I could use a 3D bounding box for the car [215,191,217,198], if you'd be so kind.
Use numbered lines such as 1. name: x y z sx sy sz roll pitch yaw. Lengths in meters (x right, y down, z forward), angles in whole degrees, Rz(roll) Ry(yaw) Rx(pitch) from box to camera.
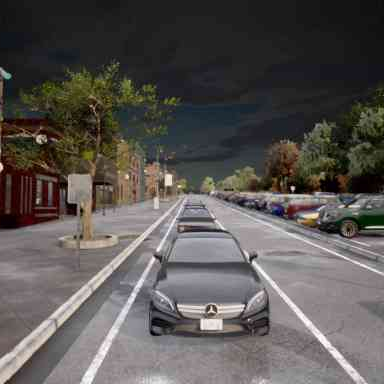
1. car: 8.875 1.062 81.493 5.008 1.535 2.097 0 1 0

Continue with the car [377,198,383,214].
1. car: 22.444 1.443 34.622 5.366 1.575 1.946 0 0 0

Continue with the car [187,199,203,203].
1. car: 0.241 1.442 29.838 2.128 1.511 4.902 0 0 0

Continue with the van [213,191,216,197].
1. van: 8.710 0.762 89.900 4.442 1.987 1.878 0 1 0

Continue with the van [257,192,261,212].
1. van: 9.301 1.221 33.833 4.442 1.987 1.878 0 0 0

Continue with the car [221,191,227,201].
1. car: 8.960 0.961 64.672 5.566 2.045 2.435 0 1 0

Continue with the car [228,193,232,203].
1. car: 9.035 1.289 56.266 4.892 1.521 2.231 0 1 0

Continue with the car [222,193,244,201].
1. car: 8.903 1.012 73.083 4.553 1.767 2.185 0 1 0

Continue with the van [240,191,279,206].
1. van: 9.230 1.162 45.053 4.442 1.987 1.878 0 0 0

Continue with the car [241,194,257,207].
1. car: 9.137 1.407 42.247 4.892 1.521 2.231 0 0 0

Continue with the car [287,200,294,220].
1. car: 9.259 1.505 22.618 4.674 1.452 2.002 0 0 0

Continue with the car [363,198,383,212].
1. car: 22.213 1.467 37.393 4.792 1.488 2.163 0 0 0

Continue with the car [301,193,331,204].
1. car: 22.131 1.134 59.605 4.553 1.767 2.185 0 1 0

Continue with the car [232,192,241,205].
1. car: 9.067 1.112 47.853 5.566 2.045 2.435 0 1 0

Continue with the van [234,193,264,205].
1. van: 9.176 1.087 53.461 4.442 1.987 1.878 0 1 0

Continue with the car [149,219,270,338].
1. car: 0.258 1.523 6.812 1.812 1.442 4.674 0 0 0

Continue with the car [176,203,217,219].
1. car: 0.206 1.532 17.391 2.033 1.411 5.357 0 0 0

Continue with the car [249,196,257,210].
1. car: 9.196 1.469 36.636 4.792 1.488 2.163 0 0 0

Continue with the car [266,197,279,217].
1. car: 9.215 1.459 28.224 5.008 1.535 2.097 0 0 0

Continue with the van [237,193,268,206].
1. van: 9.194 1.112 50.658 4.442 1.987 1.878 0 1 0

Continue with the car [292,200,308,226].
1. car: 9.089 1.465 19.813 5.366 1.575 1.946 0 0 0

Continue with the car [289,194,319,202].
1. car: 21.880 1.207 65.155 5.366 1.575 1.946 0 1 0

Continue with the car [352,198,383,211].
1. car: 22.253 1.450 40.176 4.792 1.488 2.163 0 0 0

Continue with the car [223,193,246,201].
1. car: 8.921 1.037 70.280 4.553 1.767 2.185 0 1 0

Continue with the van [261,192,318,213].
1. van: 9.086 1.229 31.030 4.442 1.987 1.878 0 0 0

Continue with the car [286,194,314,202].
1. car: 22.053 1.186 67.933 4.892 1.521 2.231 0 1 0

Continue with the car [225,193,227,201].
1. car: 9.003 1.278 61.872 4.674 1.452 2.002 0 1 0

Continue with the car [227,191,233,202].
1. car: 9.055 1.137 59.067 4.553 1.767 2.185 0 1 0

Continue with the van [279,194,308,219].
1. van: 9.355 1.236 25.421 4.442 1.987 1.878 0 0 0

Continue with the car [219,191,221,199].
1. car: 8.942 0.936 67.475 5.566 2.045 2.435 0 1 0

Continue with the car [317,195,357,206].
1. car: 22.340 1.331 51.279 5.366 1.575 1.946 0 1 0

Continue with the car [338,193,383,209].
1. car: 22.178 1.152 42.949 5.566 2.045 2.435 0 0 0

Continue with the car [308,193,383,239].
1. car: 9.264 1.220 17.011 5.566 2.045 2.435 0 0 0

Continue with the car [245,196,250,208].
1. car: 9.146 1.464 39.444 4.674 1.452 2.002 0 0 0

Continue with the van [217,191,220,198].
1. van: 8.782 0.862 78.688 4.442 1.987 1.878 0 1 0
